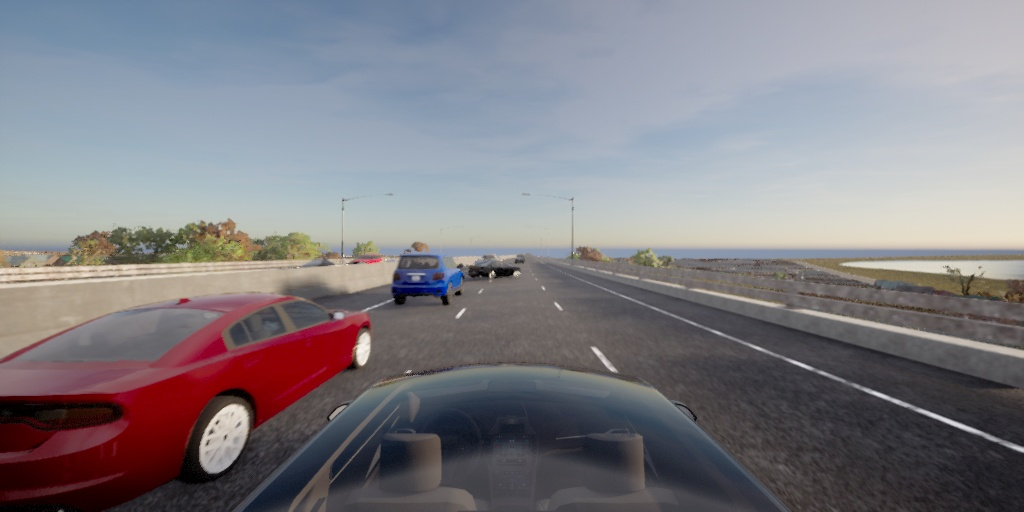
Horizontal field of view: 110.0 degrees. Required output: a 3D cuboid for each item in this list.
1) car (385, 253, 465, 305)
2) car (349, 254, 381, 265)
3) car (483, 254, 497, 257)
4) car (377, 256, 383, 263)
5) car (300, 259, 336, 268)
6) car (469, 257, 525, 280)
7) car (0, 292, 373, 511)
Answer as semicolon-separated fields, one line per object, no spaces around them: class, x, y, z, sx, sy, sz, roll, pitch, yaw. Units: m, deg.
car;-3.457;0.888;15.660;2.150;2.045;5.566;0;0;0
car;-17.119;0.734;42.450;2.150;2.045;5.566;0;0;2
car;-2.904;0.732;48.559;2.150;2.045;5.566;0;0;2
car;-13.637;1.048;41.724;1.812;1.442;4.674;0;0;2
car;-20.707;1.052;38.477;1.812;1.442;4.674;0;0;2
car;-1.296;1.078;29.106;1.882;1.535;5.008;0;0;39
car;-3.503;1.207;4.664;1.882;1.535;5.008;0;0;0
